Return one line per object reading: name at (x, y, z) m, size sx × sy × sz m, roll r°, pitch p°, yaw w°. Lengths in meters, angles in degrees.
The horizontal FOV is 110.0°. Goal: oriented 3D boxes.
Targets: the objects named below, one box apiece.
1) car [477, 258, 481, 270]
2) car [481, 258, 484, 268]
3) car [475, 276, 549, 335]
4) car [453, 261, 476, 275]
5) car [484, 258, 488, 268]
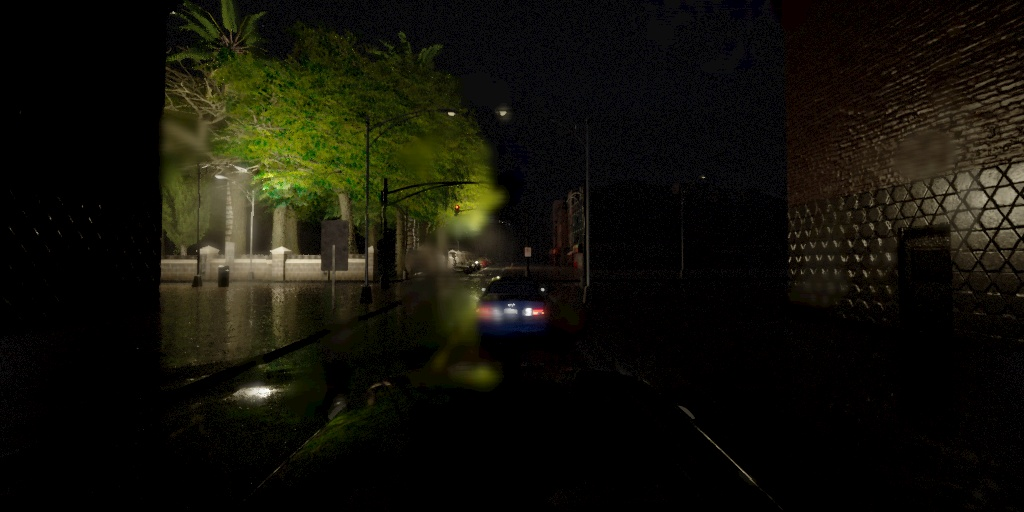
car at (-5.521, 1.345, 46.991) m, size 2.007 × 1.370 × 4.403 m, roll 0°, pitch 0°, yaw 0°
car at (-5.560, 1.371, 52.441) m, size 1.948 × 1.339 × 4.313 m, roll 0°, pitch 0°, yaw 0°
car at (0.026, 1.301, 10.532) m, size 2.033 × 1.411 × 5.357 m, roll 0°, pitch 0°, yaw 1°
car at (-5.496, 1.333, 39.855) m, size 2.007 × 1.370 × 4.403 m, roll 0°, pitch 0°, yaw 0°
car at (-5.639, 1.417, 63.340) m, size 1.802 × 1.307 × 4.207 m, roll 0°, pitch 0°, yaw 0°
